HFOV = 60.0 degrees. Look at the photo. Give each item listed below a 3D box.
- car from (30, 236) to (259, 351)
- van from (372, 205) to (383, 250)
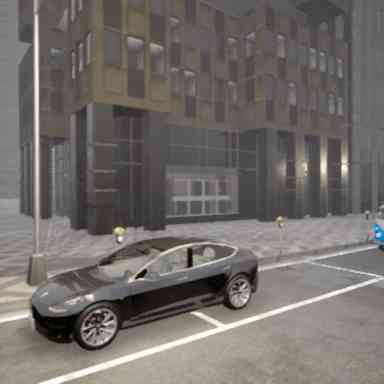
[{"bbox_3d":[-0.611,1.561,6.216,4.313,1.339,1.947,0,0,-36],"label":"car"},{"bbox_3d":[8.565,1.319,12.765,3.998,1.788,1.690,0,0,-36],"label":"van"}]
